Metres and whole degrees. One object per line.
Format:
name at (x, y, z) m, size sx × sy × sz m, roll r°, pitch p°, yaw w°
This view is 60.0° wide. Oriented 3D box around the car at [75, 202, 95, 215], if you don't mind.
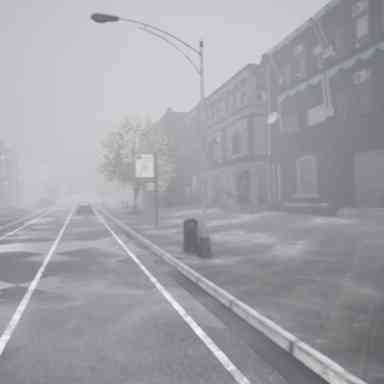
car at (-12.971, 1.956, 40.256) m, size 1.812 × 1.442 × 4.674 m, roll -1°, pitch 0°, yaw -18°
